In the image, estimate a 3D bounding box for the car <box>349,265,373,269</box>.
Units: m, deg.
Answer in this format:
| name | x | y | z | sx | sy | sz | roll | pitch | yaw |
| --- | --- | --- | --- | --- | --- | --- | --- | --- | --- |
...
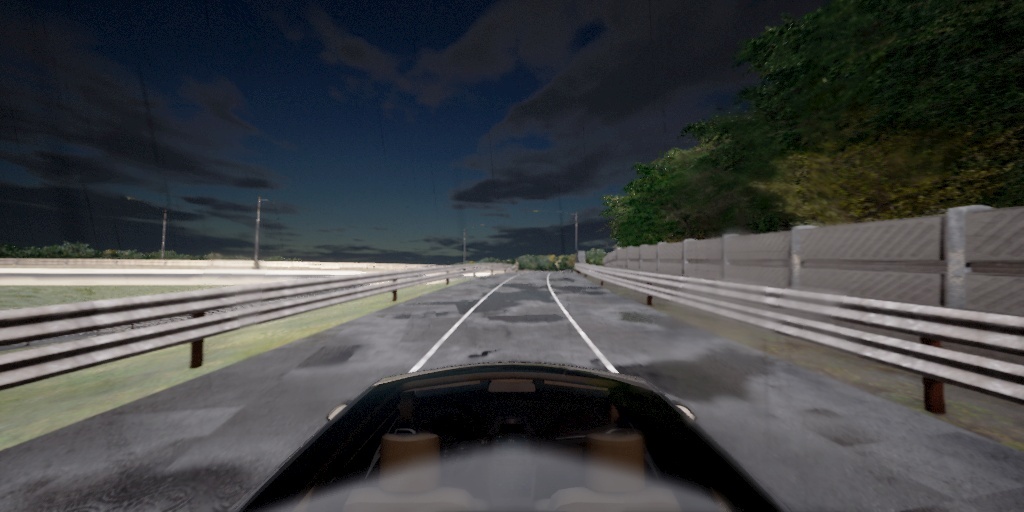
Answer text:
| name | x | y | z | sx | sy | sz | roll | pitch | yaw |
| --- | --- | --- | --- | --- | --- | --- | --- | --- | --- |
| car | -24.861 | 1.882 | 59.422 | 4.181 | 1.385 | 1.994 | 2 | -4 | -28 |
